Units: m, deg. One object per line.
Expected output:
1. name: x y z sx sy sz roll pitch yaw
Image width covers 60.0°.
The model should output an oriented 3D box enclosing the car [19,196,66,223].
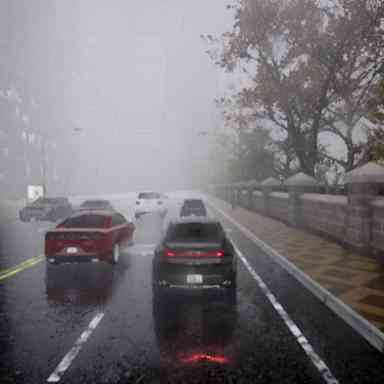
1. car: -9.842 1.081 22.815 2.097 1.767 4.553 0 1 0

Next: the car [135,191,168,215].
1. car: -3.134 0.912 26.209 2.150 2.045 5.566 0 1 -1

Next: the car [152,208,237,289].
1. car: 0.069 1.398 8.819 1.837 1.490 4.892 0 1 0

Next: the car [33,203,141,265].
1. car: -3.147 1.342 11.177 1.882 1.535 5.008 0 1 0

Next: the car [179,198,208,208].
1. car: 0.079 1.215 24.501 1.837 1.490 4.892 0 1 0

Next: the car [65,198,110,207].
1. car: -6.593 1.237 22.583 1.837 1.490 4.892 0 0 0
